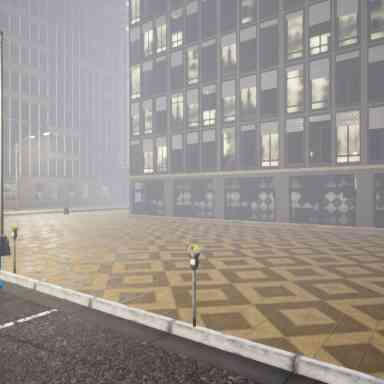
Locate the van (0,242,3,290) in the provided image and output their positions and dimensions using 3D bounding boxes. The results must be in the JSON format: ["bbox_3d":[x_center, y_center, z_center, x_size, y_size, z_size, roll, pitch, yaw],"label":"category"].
[{"bbox_3d":[-5.649,1.337,7.020,3.998,1.788,1.690,0,0,36],"label":"van"}]
